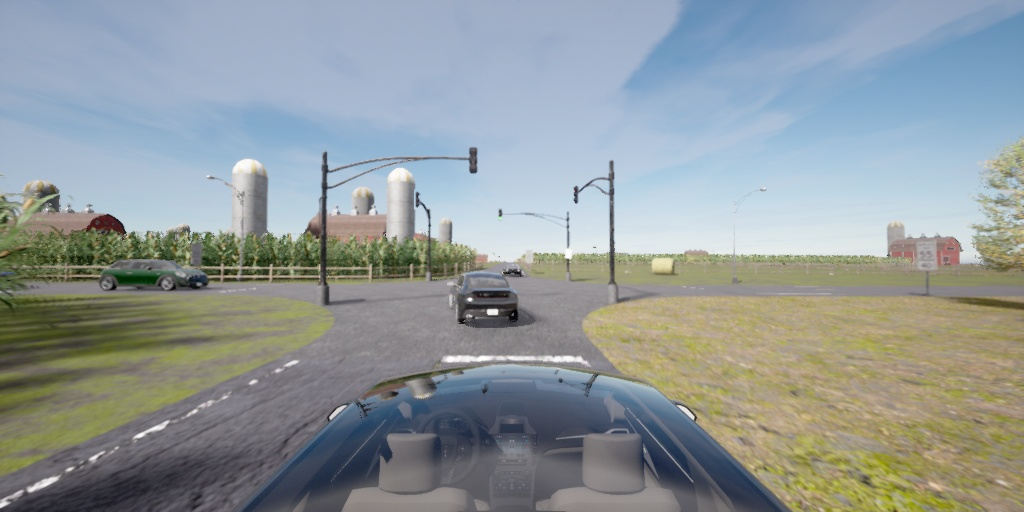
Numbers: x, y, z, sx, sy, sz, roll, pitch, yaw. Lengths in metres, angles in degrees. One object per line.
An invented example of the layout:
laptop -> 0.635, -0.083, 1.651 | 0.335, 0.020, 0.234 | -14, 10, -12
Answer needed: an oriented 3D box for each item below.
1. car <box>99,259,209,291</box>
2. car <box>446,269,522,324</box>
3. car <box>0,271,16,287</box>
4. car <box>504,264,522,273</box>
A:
car -> -19.694, 0.989, 19.926 | 4.553, 1.767, 2.097 | 0, -1, -3
car -> -1.103, 1.303, 12.342 | 1.837, 1.490, 4.892 | 1, 0, -14
car -> -30.139, 1.029, 19.355 | 5.008, 1.535, 1.882 | 0, -1, -3
car -> 0.125, 1.531, 39.072 | 1.895, 1.301, 4.718 | 0, 0, 1
